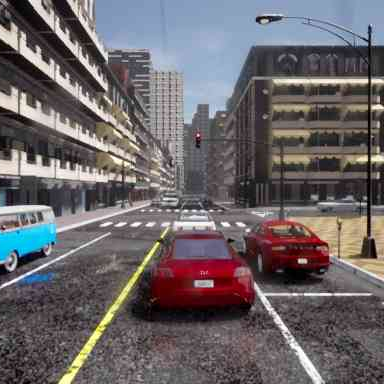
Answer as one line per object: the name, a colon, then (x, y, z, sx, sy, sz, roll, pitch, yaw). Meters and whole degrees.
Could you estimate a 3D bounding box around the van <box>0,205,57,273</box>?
van: (-5.696, 1.341, 10.311, 1.690, 1.788, 3.998, 0, 0, 0)

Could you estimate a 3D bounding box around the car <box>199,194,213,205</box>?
car: (2.699, 1.461, 59.307, 1.967, 1.590, 4.097, -1, 0, 0)

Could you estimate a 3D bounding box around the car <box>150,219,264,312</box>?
car: (0.124, 1.564, 7.796, 1.994, 1.385, 4.181, 0, 0, -2)

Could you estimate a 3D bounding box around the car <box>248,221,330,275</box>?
car: (2.685, 1.544, 10.308, 1.887, 1.381, 4.507, 0, 0, 0)

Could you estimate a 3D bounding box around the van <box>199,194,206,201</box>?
van: (2.706, 1.389, 86.946, 1.690, 1.788, 3.998, -1, 0, 0)

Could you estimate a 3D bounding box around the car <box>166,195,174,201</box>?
car: (-5.672, 1.574, 86.784, 1.752, 1.417, 4.829, -1, 0, 0)

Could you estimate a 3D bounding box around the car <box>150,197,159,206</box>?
car: (-5.682, 1.567, 53.787, 2.008, 1.369, 4.403, 0, 0, 0)

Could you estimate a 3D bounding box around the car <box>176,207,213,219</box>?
car: (0.116, 1.601, 16.596, 1.895, 1.301, 4.718, 0, 0, 1)

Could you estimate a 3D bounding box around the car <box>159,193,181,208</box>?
car: (-3.066, 1.233, 47.375, 2.150, 2.045, 5.566, 0, 0, 0)

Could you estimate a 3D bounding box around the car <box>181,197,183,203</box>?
car: (-3.059, 1.584, 58.991, 1.994, 1.385, 4.181, 0, 0, 0)

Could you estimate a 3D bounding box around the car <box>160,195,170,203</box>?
car: (-5.678, 1.471, 70.371, 1.967, 1.590, 4.097, -1, 0, 0)

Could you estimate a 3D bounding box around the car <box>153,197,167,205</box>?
car: (-5.680, 1.587, 59.314, 1.947, 1.339, 4.313, 0, 0, 0)

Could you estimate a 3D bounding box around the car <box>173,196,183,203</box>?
car: (-2.980, 1.557, 71.715, 2.128, 1.511, 4.902, 0, 0, 0)

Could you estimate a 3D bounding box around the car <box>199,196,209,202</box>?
car: (2.705, 1.587, 75.891, 2.008, 1.369, 4.403, -1, 0, 0)

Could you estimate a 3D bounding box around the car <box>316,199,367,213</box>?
car: (15.008, 1.330, 33.294, 4.718, 1.301, 1.895, -1, 0, -1)
